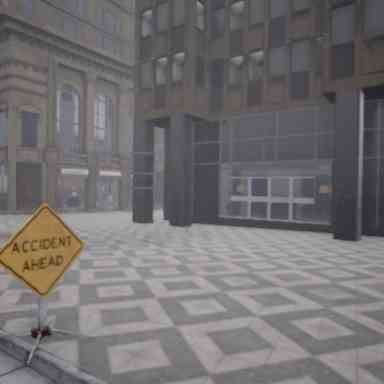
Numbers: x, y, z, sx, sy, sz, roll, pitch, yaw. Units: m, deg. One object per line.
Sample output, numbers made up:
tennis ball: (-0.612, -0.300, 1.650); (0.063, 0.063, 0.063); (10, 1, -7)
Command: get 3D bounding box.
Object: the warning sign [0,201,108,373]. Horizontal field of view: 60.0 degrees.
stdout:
warning sign: (-2.030, 1.078, 4.529); (1.060, 1.860, 1.300); (1, 0, 35)
